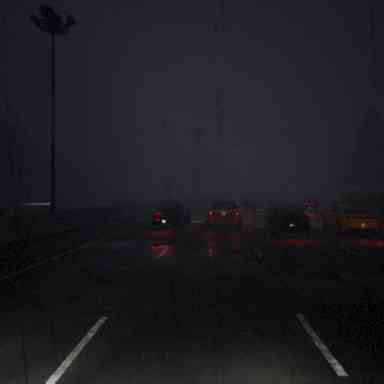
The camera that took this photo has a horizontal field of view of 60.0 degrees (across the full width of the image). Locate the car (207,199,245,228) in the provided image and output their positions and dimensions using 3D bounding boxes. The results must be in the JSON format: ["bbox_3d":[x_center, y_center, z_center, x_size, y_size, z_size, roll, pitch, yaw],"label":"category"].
[{"bbox_3d":[2.276,1.335,22.129,2.097,1.767,4.553,0,0,9],"label":"car"}]

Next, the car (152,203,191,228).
[{"bbox_3d":[-1.271,1.485,22.167,1.837,1.490,4.892,0,0,9],"label":"car"}]

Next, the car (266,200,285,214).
[{"bbox_3d":[9.288,1.574,36.766,1.895,1.301,4.718,0,0,16],"label":"car"}]

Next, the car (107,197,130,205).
[{"bbox_3d":[-12.929,1.459,58.548,1.895,1.301,4.718,0,0,22],"label":"car"}]

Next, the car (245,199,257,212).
[{"bbox_3d":[6.349,1.497,39.024,1.812,1.442,4.674,0,0,17],"label":"car"}]

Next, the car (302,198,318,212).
[{"bbox_3d":[13.411,1.477,38.172,1.837,1.490,4.892,0,-1,17],"label":"car"}]

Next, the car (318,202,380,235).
[{"bbox_3d":[8.790,1.466,18.771,1.882,1.535,5.008,0,0,9],"label":"car"}]

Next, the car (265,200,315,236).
[{"bbox_3d":[5.224,1.465,18.608,1.882,1.535,5.008,0,0,8],"label":"car"}]

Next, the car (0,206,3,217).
[{"bbox_3d":[-12.763,1.200,17.837,2.150,2.045,5.566,0,0,8],"label":"car"}]
